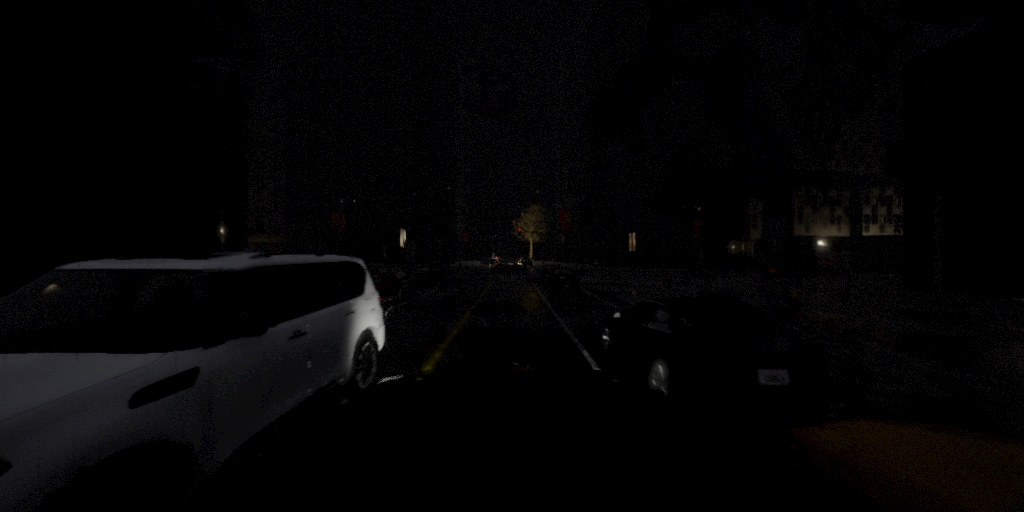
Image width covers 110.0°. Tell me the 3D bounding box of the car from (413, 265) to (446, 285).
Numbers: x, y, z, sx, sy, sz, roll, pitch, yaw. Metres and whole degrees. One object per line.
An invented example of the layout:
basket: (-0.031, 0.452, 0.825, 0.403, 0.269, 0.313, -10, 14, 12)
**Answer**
car: (-5.761, 1.286, 25.429, 2.007, 1.370, 4.403, 0, 0, 0)

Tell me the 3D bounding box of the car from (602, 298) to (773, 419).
car: (2.763, 1.313, 5.861, 1.948, 1.339, 4.313, 0, 0, 0)

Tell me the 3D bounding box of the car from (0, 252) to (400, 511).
car: (-3.100, 0.970, 3.559, 2.150, 2.045, 5.566, 0, 0, 0)

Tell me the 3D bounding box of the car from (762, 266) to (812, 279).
car: (31.047, 1.877, 40.893, 4.181, 1.385, 1.994, 1, 0, 0)

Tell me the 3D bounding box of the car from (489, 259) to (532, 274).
car: (-0.162, 1.290, 40.997, 4.181, 1.385, 1.994, 0, 0, 0)

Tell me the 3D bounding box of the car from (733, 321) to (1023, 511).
car: (2.763, 1.276, 0.618, 1.751, 1.417, 4.829, 0, 0, 0)

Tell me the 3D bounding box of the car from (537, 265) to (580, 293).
car: (2.764, 1.288, 20.432, 2.007, 1.370, 4.403, 0, 0, 0)

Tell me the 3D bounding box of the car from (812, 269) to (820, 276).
car: (40.475, 2.119, 50.636, 4.718, 1.301, 1.895, 1, 0, 1)

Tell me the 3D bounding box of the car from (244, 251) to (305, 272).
car: (-27.137, 0.591, 41.083, 5.566, 2.045, 2.150, 3, 0, 0)

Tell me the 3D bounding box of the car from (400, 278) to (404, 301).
car: (-5.761, 1.286, 14.540, 1.888, 1.381, 4.507, 0, 0, 0)
